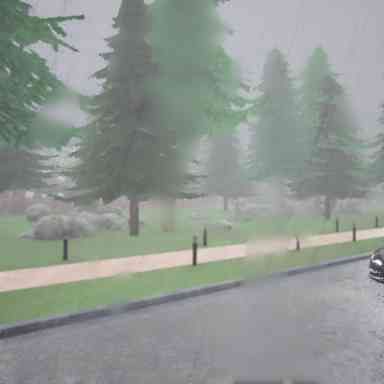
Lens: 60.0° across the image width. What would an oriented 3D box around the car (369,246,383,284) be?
[{"bbox_3d":[6.533,1.598,8.733,4.892,1.490,1.837,1,0,-36],"label":"car"}]
